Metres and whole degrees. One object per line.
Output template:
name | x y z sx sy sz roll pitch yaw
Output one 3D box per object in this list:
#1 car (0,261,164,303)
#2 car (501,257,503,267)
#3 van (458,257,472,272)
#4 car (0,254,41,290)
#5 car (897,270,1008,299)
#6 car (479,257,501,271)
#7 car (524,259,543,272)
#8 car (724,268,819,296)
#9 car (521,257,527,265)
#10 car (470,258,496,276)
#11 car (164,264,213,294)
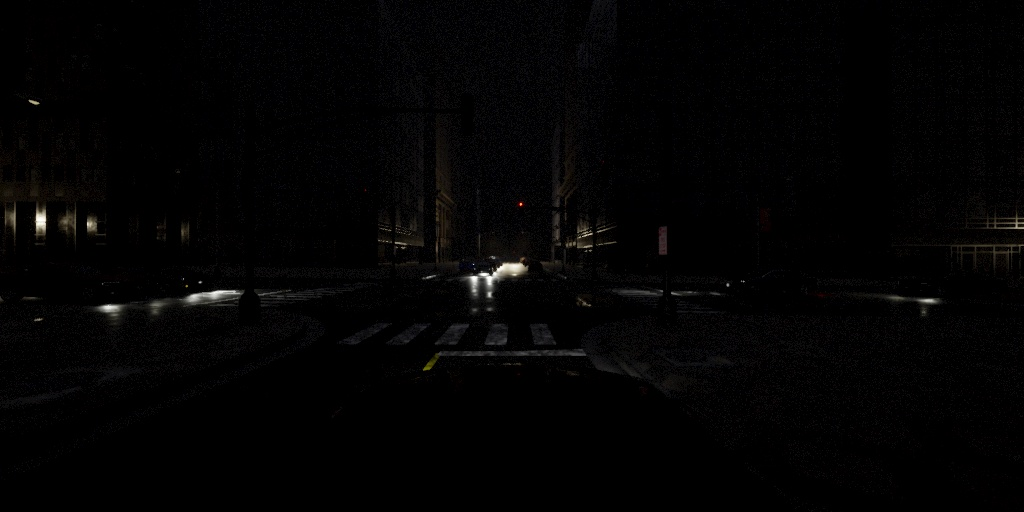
car | -17.610 0.993 14.498 5.008 1.535 1.882 1 0 0
car | -2.795 1.222 56.182 1.812 1.442 4.674 0 0 0
van | -5.645 1.055 45.079 1.690 1.789 3.998 0 0 0
car | -27.028 0.758 17.804 4.553 1.767 2.097 1 0 0
car | 25.591 1.593 20.955 5.008 1.535 1.882 1 0 0
car | -2.875 1.204 46.282 2.128 1.511 4.902 0 0 0
car | 2.880 1.280 45.025 1.948 1.339 4.313 0 0 0
car | 15.098 1.466 21.024 4.902 1.511 2.128 1 0 -1
car | 2.989 1.266 61.973 1.802 1.307 4.207 0 0 0
car | -2.930 1.250 37.164 1.812 1.442 4.674 0 0 0
car | -17.419 1.093 17.747 4.181 1.385 1.994 1 0 0
